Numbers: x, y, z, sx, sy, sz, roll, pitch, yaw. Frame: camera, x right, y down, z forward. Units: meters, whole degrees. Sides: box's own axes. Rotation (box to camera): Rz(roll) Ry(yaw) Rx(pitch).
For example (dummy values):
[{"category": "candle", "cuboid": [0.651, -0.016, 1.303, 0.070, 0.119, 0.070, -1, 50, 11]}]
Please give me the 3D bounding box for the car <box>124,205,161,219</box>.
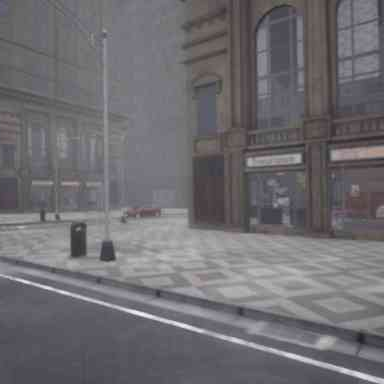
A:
[{"category": "car", "cuboid": [-5.582, 2.220, 37.444, 1.882, 1.535, 5.008, -1, 0, 36]}]
